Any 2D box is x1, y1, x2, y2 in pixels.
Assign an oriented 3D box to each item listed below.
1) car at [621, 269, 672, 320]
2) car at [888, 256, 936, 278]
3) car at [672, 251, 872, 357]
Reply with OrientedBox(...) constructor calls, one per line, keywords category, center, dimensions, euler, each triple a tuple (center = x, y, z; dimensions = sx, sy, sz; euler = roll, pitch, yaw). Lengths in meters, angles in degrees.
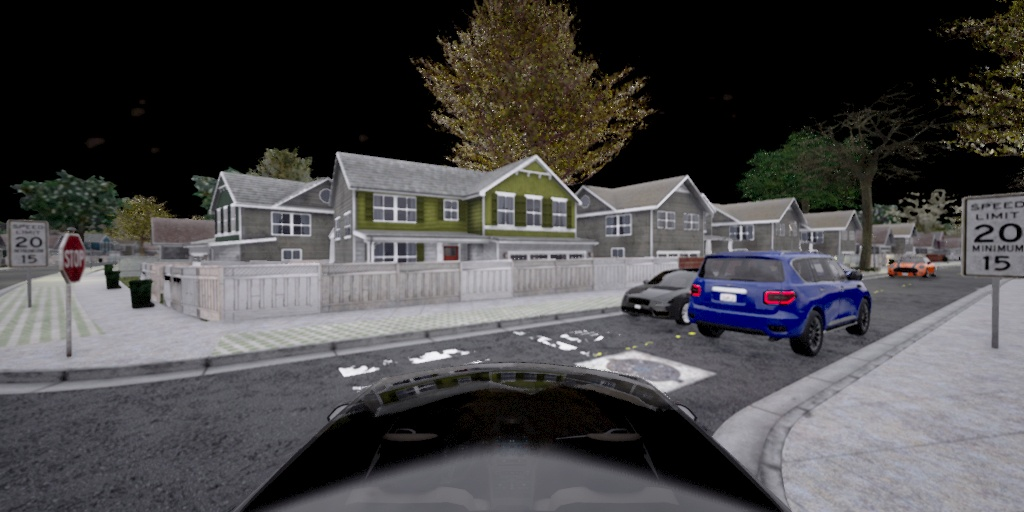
OrientedBox(category="car", center=(5.549, 1.161, 11.398), dimensions=(4.892, 1.490, 1.837), euler=(0, 1, -34))
OrientedBox(category="car", center=(32.578, 0.824, 29.204), dimensions=(4.553, 1.767, 2.097), euler=(-1, 1, -33))
OrientedBox(category="car", center=(6.552, 0.909, 8.641), dimensions=(5.566, 2.045, 2.150), euler=(0, 1, -34))
